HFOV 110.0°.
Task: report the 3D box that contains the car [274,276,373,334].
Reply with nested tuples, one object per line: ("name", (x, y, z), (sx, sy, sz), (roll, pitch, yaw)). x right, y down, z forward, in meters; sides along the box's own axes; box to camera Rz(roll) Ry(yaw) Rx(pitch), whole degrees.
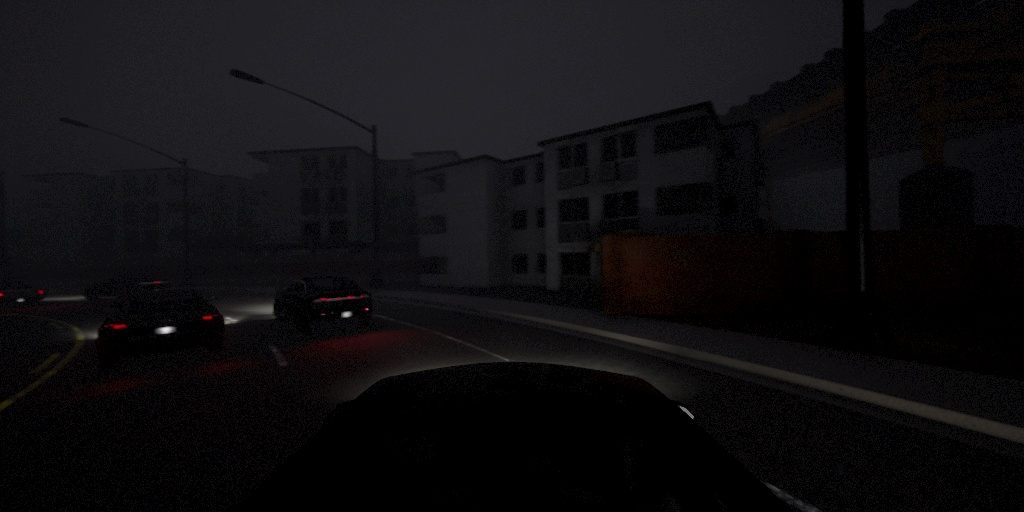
("car", (-6.094, 1.392, 11.376), (2.128, 1.511, 4.902), (-1, 0, -43))

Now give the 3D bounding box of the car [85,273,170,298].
("car", (-22.285, 1.759, 20.814), (4.902, 1.511, 2.128), (-1, 0, 16))

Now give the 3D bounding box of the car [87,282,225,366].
("car", (-8.389, 1.508, 8.747), (1.994, 1.385, 4.181), (-1, 0, -43))

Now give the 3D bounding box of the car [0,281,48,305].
("car", (-26.718, 1.958, 18.311), (4.718, 1.301, 1.895), (-1, 0, 11))
